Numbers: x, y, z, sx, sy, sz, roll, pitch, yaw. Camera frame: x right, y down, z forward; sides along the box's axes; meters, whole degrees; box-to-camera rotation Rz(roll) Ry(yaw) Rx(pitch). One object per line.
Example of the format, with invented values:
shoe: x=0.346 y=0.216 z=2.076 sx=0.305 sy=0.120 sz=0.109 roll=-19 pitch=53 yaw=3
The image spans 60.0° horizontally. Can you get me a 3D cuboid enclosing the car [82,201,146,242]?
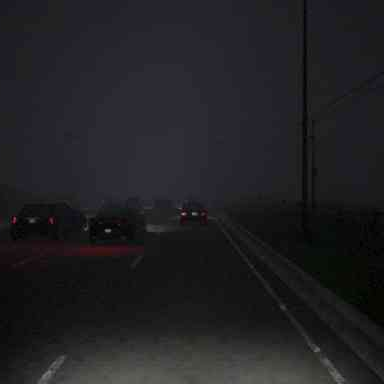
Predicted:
car: x=-3.390 y=1.395 z=15.892 sx=1.882 sy=1.535 sz=5.008 roll=0 pitch=0 yaw=0

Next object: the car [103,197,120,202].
car: x=-10.372 y=1.338 z=43.616 sx=1.994 sy=1.385 sz=4.181 roll=0 pitch=0 yaw=0

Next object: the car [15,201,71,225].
car: x=-10.386 y=1.403 z=23.615 sx=1.812 sy=1.442 sz=4.674 roll=0 pitch=0 yaw=0

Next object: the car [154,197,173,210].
car: x=-3.374 y=1.272 z=39.611 sx=1.882 sy=1.535 sz=5.008 roll=0 pitch=0 yaw=0

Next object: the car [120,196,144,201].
car: x=-6.876 y=1.299 z=39.622 sx=1.837 sy=1.490 sz=4.892 roll=0 pitch=0 yaw=0

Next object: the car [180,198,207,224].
car: x=0.114 y=1.426 z=23.436 sx=2.033 sy=1.411 sz=5.357 roll=0 pitch=0 yaw=0

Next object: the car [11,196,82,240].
car: x=-6.889 y=1.267 z=16.475 sx=2.097 sy=1.767 sz=4.553 roll=0 pitch=0 yaw=0
